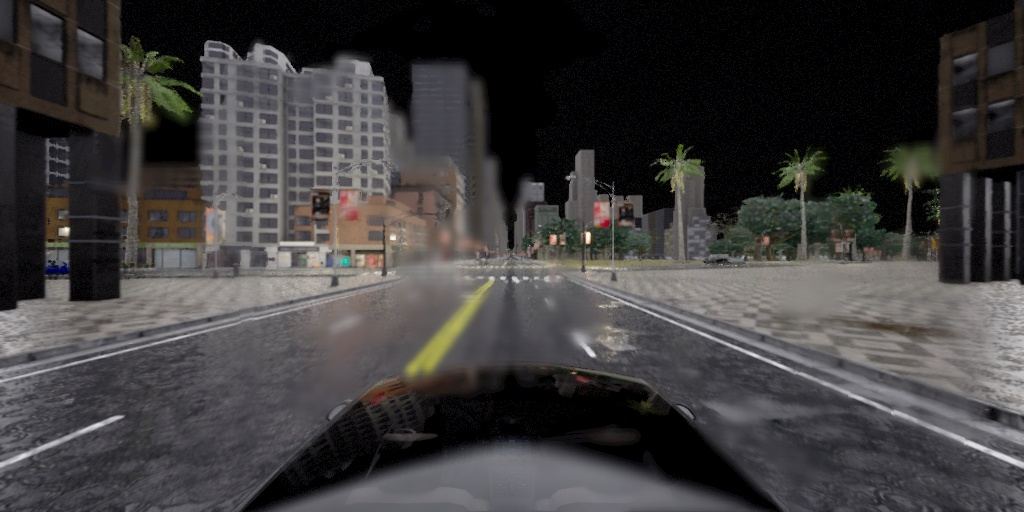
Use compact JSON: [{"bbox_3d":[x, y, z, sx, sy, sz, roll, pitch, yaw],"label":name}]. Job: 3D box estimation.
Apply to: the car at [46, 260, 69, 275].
[{"bbox_3d":[-42.751,1.124,34.319,5.008,1.535,1.882,0,0,-12],"label":"car"}]
